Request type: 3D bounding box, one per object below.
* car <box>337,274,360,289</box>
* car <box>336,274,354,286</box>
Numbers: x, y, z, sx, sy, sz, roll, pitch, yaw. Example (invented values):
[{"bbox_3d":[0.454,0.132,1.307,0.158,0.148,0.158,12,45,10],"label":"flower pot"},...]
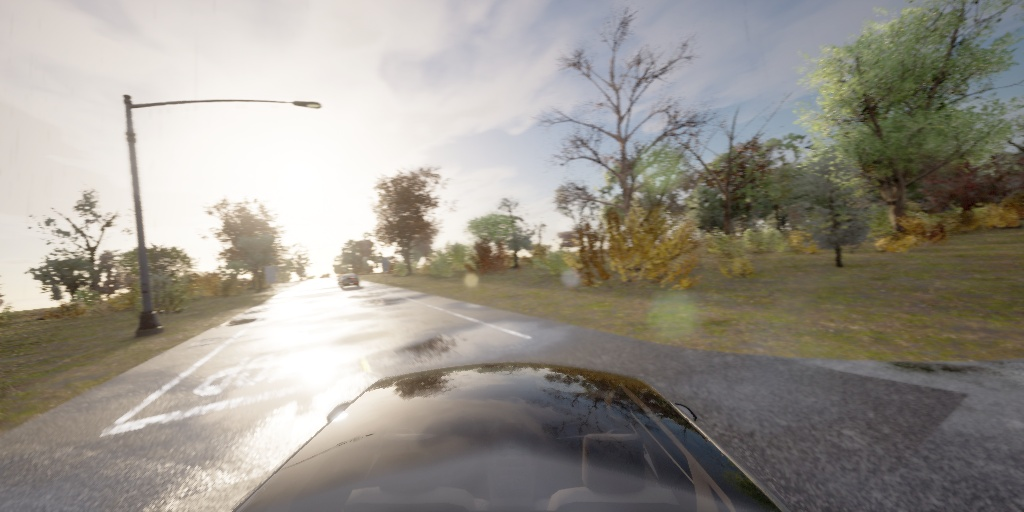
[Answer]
[{"bbox_3d":[-17.958,2.735,39.639,1.837,1.490,4.892,-5,0,-28],"label":"car"},{"bbox_3d":[-23.031,3.275,49.396,1.895,1.301,4.718,-5,0,-27],"label":"car"}]
